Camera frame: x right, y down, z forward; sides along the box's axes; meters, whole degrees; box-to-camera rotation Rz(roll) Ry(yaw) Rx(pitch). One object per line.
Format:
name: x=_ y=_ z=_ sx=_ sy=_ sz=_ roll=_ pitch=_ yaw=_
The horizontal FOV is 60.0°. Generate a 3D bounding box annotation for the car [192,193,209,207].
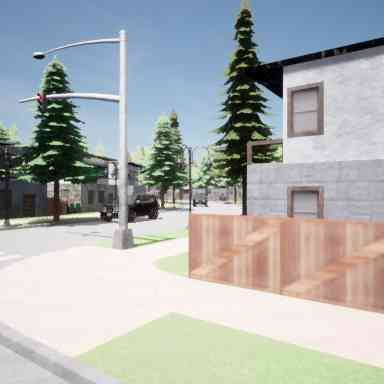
car: x=1.277 y=1.204 z=49.878 sx=2.150 sy=2.045 sz=5.566 roll=0 pitch=0 yaw=2

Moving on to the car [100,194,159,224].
car: x=-4.591 y=1.202 z=25.475 sx=2.150 sy=2.045 sz=5.566 roll=0 pitch=0 yaw=25
